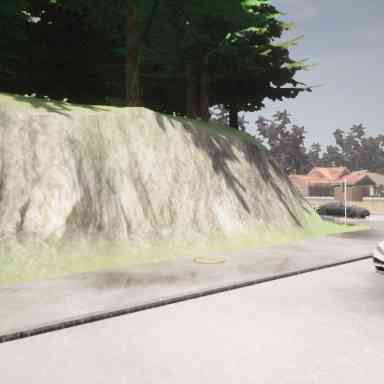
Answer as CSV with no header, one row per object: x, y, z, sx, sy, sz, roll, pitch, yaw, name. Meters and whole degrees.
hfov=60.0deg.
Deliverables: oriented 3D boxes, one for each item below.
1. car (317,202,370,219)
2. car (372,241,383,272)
13.076,1.563,28.859,1.994,1.385,4.181,0,0,-36,car
7.149,1.526,9.656,4.674,1.442,1.812,0,0,-35,car
